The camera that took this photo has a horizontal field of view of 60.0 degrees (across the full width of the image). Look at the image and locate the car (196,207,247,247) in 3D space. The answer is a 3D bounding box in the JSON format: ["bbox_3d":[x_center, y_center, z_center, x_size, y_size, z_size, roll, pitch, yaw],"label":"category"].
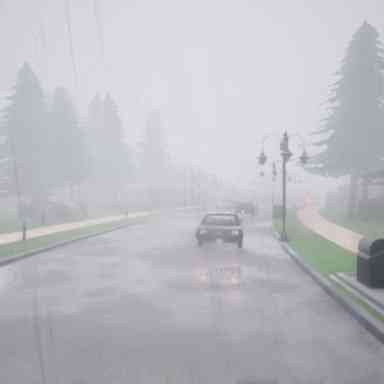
[{"bbox_3d":[1.360,1.603,15.093,1.895,1.301,4.718,0,0,8],"label":"car"}]

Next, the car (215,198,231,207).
[{"bbox_3d":[4.166,1.501,40.228,2.128,1.511,4.902,0,0,21],"label":"car"}]

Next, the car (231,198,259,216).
[{"bbox_3d":[5.354,1.518,32.447,1.837,1.490,4.892,0,0,17],"label":"car"}]

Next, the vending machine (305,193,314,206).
[{"bbox_3d":[19.087,1.251,53.956,1.100,2.100,0.880,0,0,32],"label":"vending machine"}]
